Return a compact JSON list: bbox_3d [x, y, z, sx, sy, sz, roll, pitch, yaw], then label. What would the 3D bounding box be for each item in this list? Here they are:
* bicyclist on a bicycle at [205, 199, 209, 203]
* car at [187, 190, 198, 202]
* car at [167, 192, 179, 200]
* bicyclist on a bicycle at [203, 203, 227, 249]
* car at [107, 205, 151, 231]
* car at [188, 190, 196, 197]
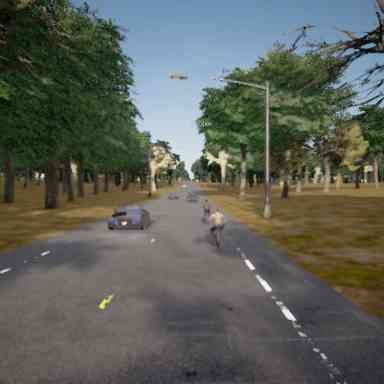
[{"bbox_3d":[0.970,1.309,21.647,0.582,1.620,1.656,0,0,0],"label":"bicyclist on a bicycle"},{"bbox_3d":[0.108,0.828,56.207,2.128,1.511,4.902,0,1,0],"label":"car"},{"bbox_3d":[-3.511,0.712,61.962,1.837,1.490,4.892,0,2,1],"label":"car"},{"bbox_3d":[1.002,1.375,13.143,0.866,1.612,1.509,0,0,0],"label":"bicyclist on a bicycle"},{"bbox_3d":[-3.595,1.443,19.679,1.994,1.385,4.181,0,1,0],"label":"car"},{"bbox_3d":[0.016,0.345,73.983,1.837,1.490,4.892,0,2,0],"label":"car"}]
